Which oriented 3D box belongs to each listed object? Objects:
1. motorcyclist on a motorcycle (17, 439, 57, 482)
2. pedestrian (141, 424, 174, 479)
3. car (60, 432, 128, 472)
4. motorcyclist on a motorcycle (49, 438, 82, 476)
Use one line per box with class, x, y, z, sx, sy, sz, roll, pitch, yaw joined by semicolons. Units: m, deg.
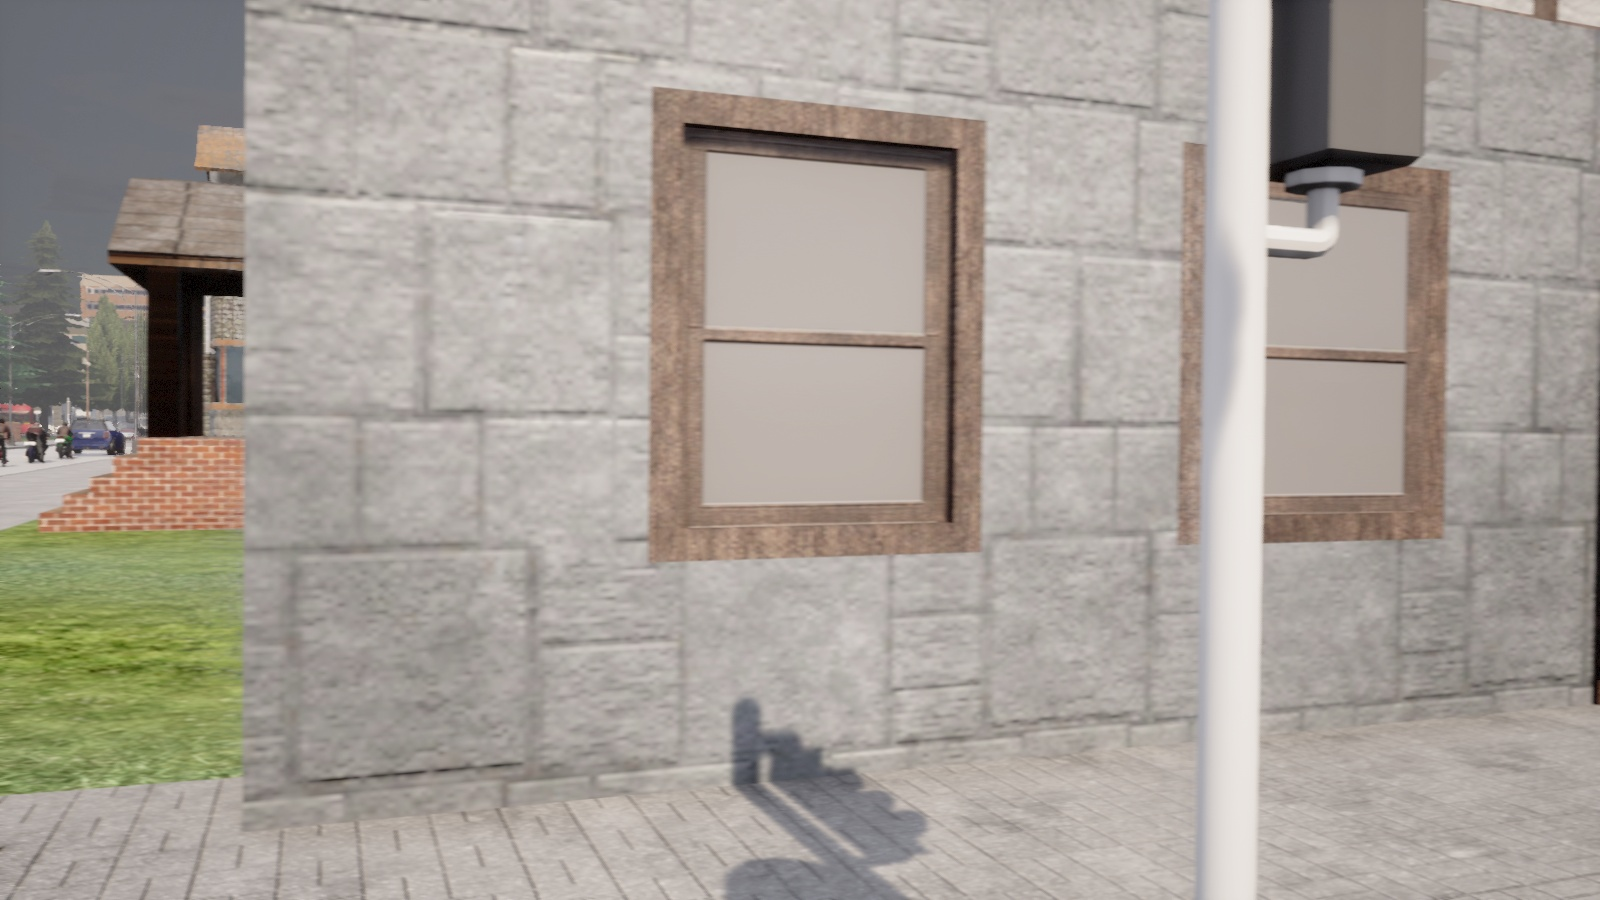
motorcyclist on a motorcycle;-28.490;0.377;46.924;0.866;1.530;2.191;-1;1;-21
pedestrian;-22.226;0.041;43.461;0.874;1.855;0.900;-1;1;-21
car;-32.970;0.057;58.755;2.097;1.767;4.553;-1;1;-21
motorcyclist on a motorcycle;-30.438;0.262;52.058;0.797;1.523;2.044;-1;1;-21
